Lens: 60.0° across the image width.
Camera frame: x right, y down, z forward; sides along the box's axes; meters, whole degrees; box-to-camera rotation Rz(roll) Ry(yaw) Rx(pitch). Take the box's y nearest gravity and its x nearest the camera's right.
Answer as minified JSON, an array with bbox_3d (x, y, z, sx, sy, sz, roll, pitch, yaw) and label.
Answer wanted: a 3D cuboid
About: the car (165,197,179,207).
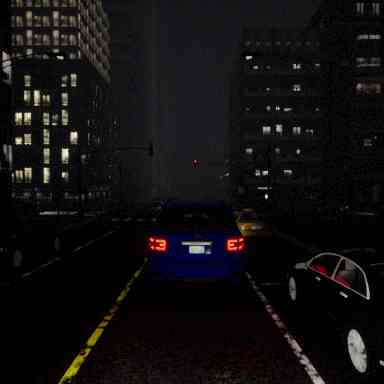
[{"bbox_3d":[-3.107,1.552,52.656,1.994,1.385,4.181,0,0,0],"label":"car"}]

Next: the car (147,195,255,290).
[{"bbox_3d":[0.094,1.219,9.201,2.150,2.045,5.566,0,0,0],"label":"car"}]

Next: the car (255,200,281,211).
[{"bbox_3d":[7.689,1.610,36.841,4.181,1.385,1.994,1,1,-6],"label":"car"}]

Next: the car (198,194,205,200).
[{"bbox_3d":[2.650,1.424,94.115,1.967,1.590,4.097,-1,0,0],"label":"car"}]

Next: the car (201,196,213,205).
[{"bbox_3d":[2.660,1.538,60.187,2.008,1.369,4.403,-1,0,0],"label":"car"}]

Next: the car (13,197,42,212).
[{"bbox_3d":[-17.826,1.442,34.389,4.181,1.385,1.994,0,1,1],"label":"car"}]

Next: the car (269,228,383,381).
[{"bbox_3d":[2.805,1.549,5.289,2.008,1.369,4.403,-1,0,0],"label":"car"}]

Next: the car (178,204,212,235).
[{"bbox_3d":[0.092,1.520,19.712,1.812,1.442,4.674,0,0,-2],"label":"car"}]

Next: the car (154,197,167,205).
[{"bbox_3d":[-5.719,1.553,60.185,1.947,1.339,4.313,-1,0,0],"label":"car"}]

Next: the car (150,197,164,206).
[{"bbox_3d":[-5.718,1.513,54.360,1.752,1.417,4.829,-1,0,0],"label":"car"}]

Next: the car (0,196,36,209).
[{"bbox_3d":[-21.673,1.274,40.202,4.829,1.417,1.752,0,0,1],"label":"car"}]

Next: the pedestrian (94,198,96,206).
[{"bbox_3d":[-12.561,1.299,43.052,0.500,1.100,0.500,0,0,1],"label":"pedestrian"}]

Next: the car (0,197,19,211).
[{"bbox_3d":[-22.846,1.329,37.658,5.357,1.411,2.033,1,1,1],"label":"car"}]

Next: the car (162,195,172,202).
[{"bbox_3d":[-5.724,1.530,77.148,1.887,1.381,4.507,-1,0,0],"label":"car"}]

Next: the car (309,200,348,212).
[{"bbox_3d":[16.302,1.622,39.714,4.403,1.369,2.008,0,0,1],"label":"car"}]

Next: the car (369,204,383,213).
[{"bbox_3d":[22.819,1.716,37.034,5.357,1.411,2.033,0,1,1],"label":"car"}]

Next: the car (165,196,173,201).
[{"bbox_3d":[-5.725,1.567,82.803,1.802,1.307,4.206,-1,0,0],"label":"car"}]

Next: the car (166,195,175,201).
[{"bbox_3d":[-5.727,1.529,88.457,1.887,1.381,4.507,-1,0,0],"label":"car"}]

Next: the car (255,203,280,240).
[{"bbox_3d":[2.801,1.521,16.747,1.752,1.417,4.829,-1,0,0],"label":"car"}]

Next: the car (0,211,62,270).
[{"bbox_3d":[-5.836,1.542,10.988,1.887,1.381,4.507,-1,0,0],"label":"car"}]
